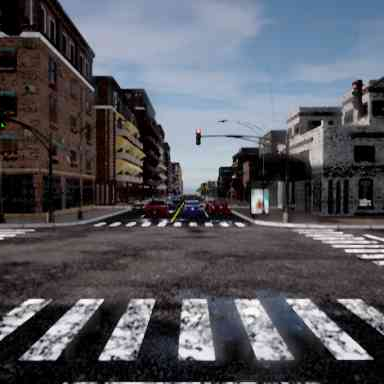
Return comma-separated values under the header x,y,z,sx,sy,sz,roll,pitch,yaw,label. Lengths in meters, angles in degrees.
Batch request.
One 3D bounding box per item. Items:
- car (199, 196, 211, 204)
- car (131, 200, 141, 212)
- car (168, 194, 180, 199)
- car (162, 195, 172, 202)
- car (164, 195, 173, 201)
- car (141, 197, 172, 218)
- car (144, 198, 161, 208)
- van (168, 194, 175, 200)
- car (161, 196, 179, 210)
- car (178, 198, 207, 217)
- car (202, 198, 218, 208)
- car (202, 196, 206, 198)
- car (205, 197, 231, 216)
x,y,z,sx,sy,sz,roll,pitch,yaw,label
2.550,1.563,66.132,2.008,1.369,4.403,-1,0,0,car
-5.772,1.545,37.619,2.008,1.369,4.403,0,0,0,car
-3.134,1.558,64.844,2.033,1.411,5.357,0,0,0,car
-5.856,1.465,77.495,1.967,1.590,4.097,0,0,0,car
-5.866,1.557,83.021,1.752,1.417,4.829,-1,0,0,car
-3.161,1.470,30.735,1.882,1.535,5.008,0,0,0,car
-5.796,1.550,49.013,2.008,1.369,4.403,0,0,0,car
-5.892,1.390,94.585,1.690,1.788,3.998,-1,0,0,van
-3.183,1.543,42.615,2.033,1.411,5.357,0,0,0,car
0.038,1.539,31.561,2.033,1.411,5.357,0,0,0,car
2.584,1.550,49.042,2.008,1.369,4.403,0,0,0,car
2.596,1.579,43.345,1.802,1.307,4.206,0,0,0,car
2.619,1.432,31.951,1.967,1.590,4.097,0,0,0,car
